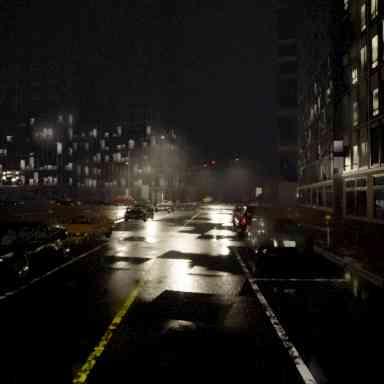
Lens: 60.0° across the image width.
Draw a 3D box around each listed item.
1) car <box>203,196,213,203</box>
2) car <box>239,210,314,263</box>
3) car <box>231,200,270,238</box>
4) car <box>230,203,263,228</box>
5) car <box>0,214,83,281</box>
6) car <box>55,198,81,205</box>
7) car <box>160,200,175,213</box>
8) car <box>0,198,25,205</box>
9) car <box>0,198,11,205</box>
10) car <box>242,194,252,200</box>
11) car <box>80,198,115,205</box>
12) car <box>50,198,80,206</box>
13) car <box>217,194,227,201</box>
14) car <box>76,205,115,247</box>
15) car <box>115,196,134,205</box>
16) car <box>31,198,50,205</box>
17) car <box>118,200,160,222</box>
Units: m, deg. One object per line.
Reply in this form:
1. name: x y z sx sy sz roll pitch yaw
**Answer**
1. car: 3.602 1.675 73.806 1.752 1.417 4.829 1 0 14
2. car: 2.981 1.571 11.903 1.947 1.339 4.313 1 0 2
3. car: 3.275 1.449 17.583 1.967 1.590 4.097 1 0 4
4. car: 3.666 1.557 23.212 1.887 1.381 4.507 1 0 5
5. car: -5.116 1.574 9.973 1.947 1.339 4.313 1 0 2
6. car: -23.941 1.882 64.420 4.403 1.369 2.008 0 -1 15
7. car: -2.983 1.595 37.153 2.008 1.369 4.403 1 0 7
8. car: -31.408 1.767 58.301 4.403 1.369 2.008 0 -1 15
9. car: -40.125 1.989 68.866 4.403 1.369 2.008 0 -1 15
10. car: 12.603 1.440 76.045 2.192 1.841 5.009 1 0 15
11. car: -15.232 1.675 53.857 4.313 1.339 1.947 0 -1 15
12. car: -20.624 1.695 55.338 4.403 1.369 2.008 0 -1 15
13. car: 8.166 1.530 89.895 2.192 1.841 5.009 1 0 16
14. car: -4.884 1.540 15.297 1.752 1.417 4.829 1 0 3
15. car: -13.152 1.575 61.461 5.009 1.841 2.192 0 -1 15
16. car: -29.499 1.893 65.947 4.829 1.417 1.752 0 -1 15
17. car: -4.114 1.578 26.396 2.008 1.369 4.403 1 0 5
